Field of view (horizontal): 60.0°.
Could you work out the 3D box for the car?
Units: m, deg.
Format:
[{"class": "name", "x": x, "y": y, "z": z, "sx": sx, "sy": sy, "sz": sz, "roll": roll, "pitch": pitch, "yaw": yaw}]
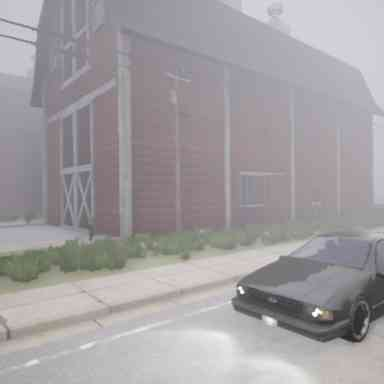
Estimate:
[{"class": "car", "x": 3.233, "y": 1.521, "z": 6.639, "sx": 5.357, "sy": 1.411, "sz": 2.033, "roll": -1, "pitch": 0, "yaw": -39}]
